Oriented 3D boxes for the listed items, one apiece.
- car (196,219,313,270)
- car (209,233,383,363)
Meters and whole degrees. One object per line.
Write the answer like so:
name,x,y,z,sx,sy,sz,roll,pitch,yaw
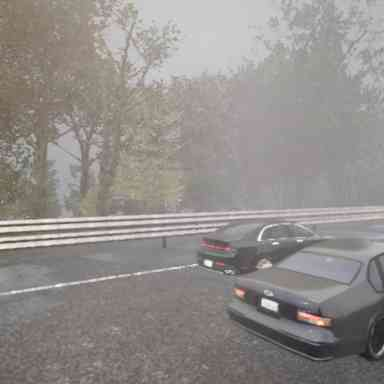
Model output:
car,2.383,1.546,9.711,4.892,1.490,1.837,0,0,-35
car,3.086,1.579,5.930,5.357,1.411,2.033,0,0,-35
